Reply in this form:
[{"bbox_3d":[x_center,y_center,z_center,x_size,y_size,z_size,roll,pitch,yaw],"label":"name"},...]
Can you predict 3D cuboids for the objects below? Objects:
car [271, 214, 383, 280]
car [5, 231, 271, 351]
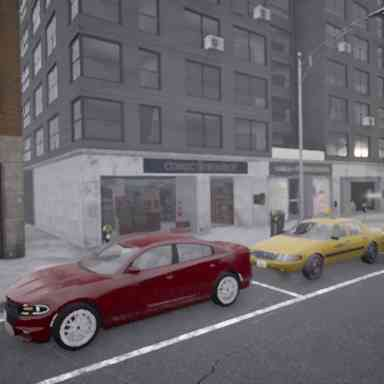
[{"bbox_3d":[3.617,1.327,9.296,4.829,1.417,1.752,-2,1,-35],"label":"car"},{"bbox_3d":[-0.875,1.480,6.127,4.507,1.381,1.887,-2,1,-35],"label":"car"}]
